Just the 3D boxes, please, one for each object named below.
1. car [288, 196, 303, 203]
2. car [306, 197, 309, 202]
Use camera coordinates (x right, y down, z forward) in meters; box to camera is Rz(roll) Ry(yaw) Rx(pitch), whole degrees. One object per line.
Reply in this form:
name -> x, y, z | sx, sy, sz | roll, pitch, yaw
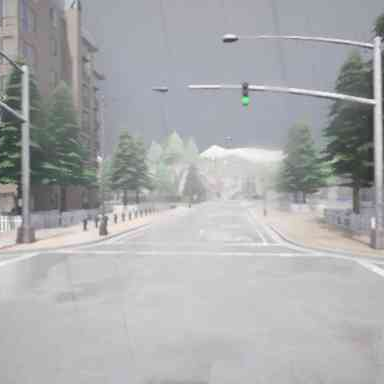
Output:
car -> 23.168, 1.857, 74.204 | 1.845, 1.501, 3.633 | -1, -1, 8
car -> 27.126, 1.894, 81.153 | 1.970, 1.475, 3.806 | -1, -1, 8
